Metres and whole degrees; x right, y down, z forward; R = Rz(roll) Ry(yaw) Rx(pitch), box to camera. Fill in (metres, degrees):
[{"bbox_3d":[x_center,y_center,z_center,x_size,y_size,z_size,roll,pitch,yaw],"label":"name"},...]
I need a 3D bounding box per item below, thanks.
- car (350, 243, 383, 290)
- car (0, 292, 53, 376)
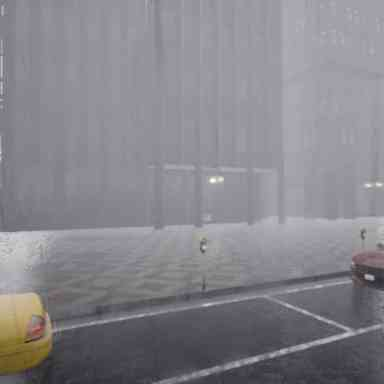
[{"bbox_3d":[6.165,1.766,8.781,4.507,1.381,1.887,0,-2,-26],"label":"car"},{"bbox_3d":[-4.162,1.660,3.664,4.829,1.417,1.752,0,-2,-26],"label":"car"}]
